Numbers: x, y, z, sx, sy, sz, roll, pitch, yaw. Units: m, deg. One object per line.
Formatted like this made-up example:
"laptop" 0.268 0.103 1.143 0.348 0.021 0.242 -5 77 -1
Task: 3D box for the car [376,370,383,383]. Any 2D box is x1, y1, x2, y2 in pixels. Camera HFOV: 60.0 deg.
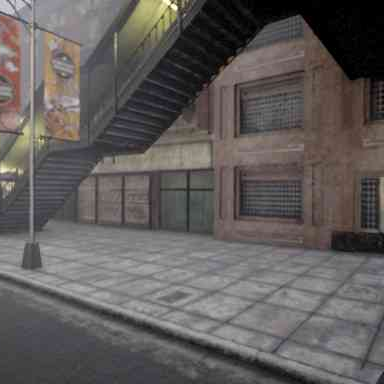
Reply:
"car" 3.534 1.248 0.787 5.566 2.045 2.435 1 0 36
